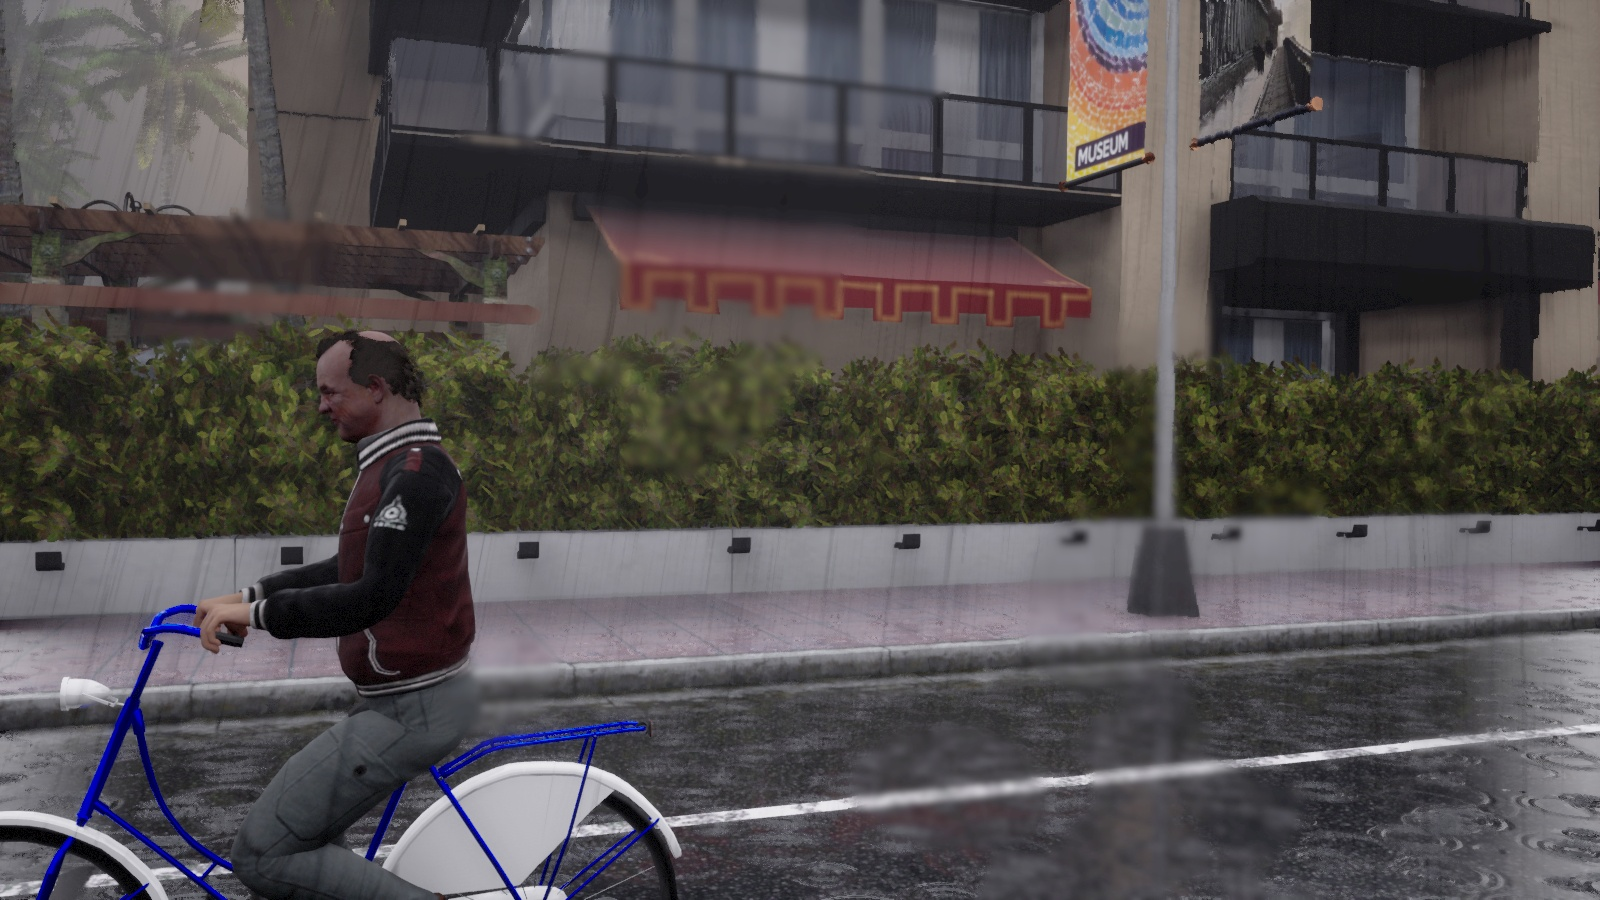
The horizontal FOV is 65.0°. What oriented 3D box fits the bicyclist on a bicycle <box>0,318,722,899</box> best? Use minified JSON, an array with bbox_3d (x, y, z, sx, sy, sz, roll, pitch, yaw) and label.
[{"bbox_3d":[-1.157,0.636,2.793,1.843,1.776,0.659,-1,1,-21],"label":"bicyclist on a bicycle"}]
